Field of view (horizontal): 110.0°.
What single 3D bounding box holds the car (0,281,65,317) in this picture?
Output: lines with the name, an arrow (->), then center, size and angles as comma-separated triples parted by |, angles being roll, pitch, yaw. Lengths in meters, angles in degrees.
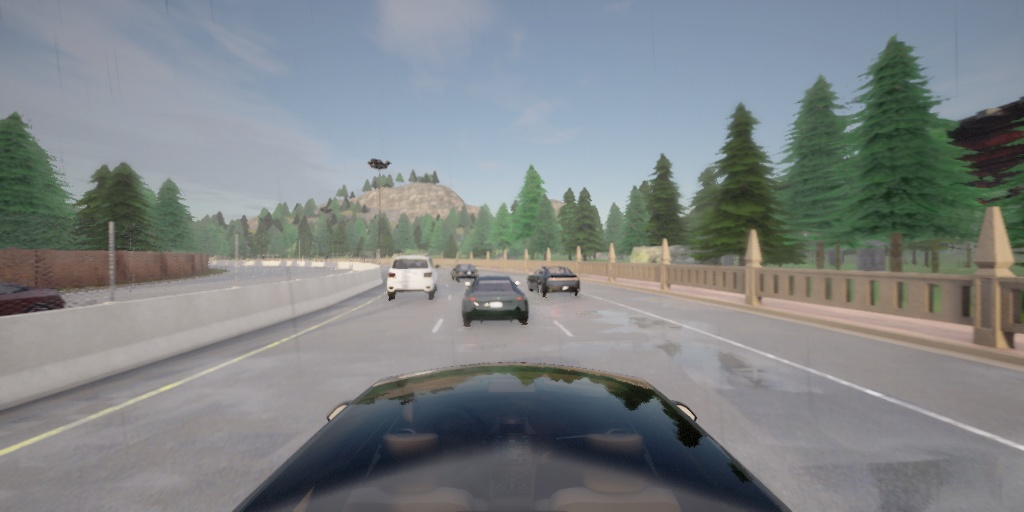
car -> -14.531, 1.357, 9.068 | 1.812, 1.442, 4.674 | 0, 0, -6

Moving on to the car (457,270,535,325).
car -> -0.620, 1.333, 11.961 | 1.994, 1.385, 4.181 | 0, 0, -5

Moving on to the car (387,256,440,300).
car -> -5.002, 1.023, 18.573 | 2.150, 2.045, 5.566 | 0, 0, -10

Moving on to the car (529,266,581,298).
car -> 2.030, 1.259, 18.638 | 2.128, 1.511, 4.902 | 0, 0, -9

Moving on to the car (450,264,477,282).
car -> -3.985, 1.362, 29.932 | 2.033, 1.411, 5.357 | 0, 0, -16
